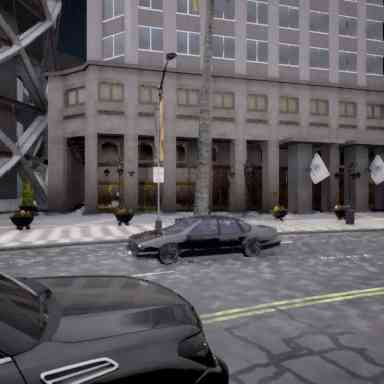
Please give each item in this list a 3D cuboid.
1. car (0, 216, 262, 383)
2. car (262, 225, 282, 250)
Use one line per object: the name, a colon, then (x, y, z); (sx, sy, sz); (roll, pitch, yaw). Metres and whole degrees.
car: (-2.359, 1.221, 1.950); (5.566, 2.045, 2.150); (0, 0, -35)
car: (0.496, 1.547, 11.598); (5.357, 1.411, 2.033); (0, 0, -22)
